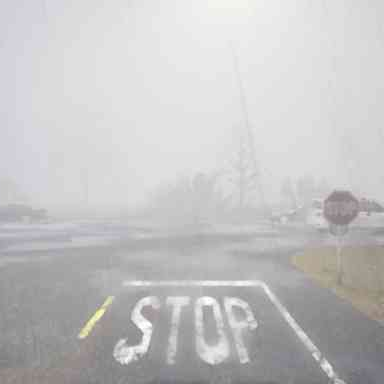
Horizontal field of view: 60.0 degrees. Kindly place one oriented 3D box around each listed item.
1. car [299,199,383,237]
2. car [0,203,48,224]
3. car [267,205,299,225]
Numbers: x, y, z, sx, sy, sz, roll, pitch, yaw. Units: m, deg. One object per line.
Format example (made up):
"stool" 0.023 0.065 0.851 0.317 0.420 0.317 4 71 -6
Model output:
"car" 9.275 1.395 18.639 5.566 2.045 2.150 0 0 -2
"car" -13.529 1.596 25.101 5.008 1.535 1.882 0 0 -2
"car" 8.295 1.797 25.628 4.892 1.490 1.837 0 0 -2
